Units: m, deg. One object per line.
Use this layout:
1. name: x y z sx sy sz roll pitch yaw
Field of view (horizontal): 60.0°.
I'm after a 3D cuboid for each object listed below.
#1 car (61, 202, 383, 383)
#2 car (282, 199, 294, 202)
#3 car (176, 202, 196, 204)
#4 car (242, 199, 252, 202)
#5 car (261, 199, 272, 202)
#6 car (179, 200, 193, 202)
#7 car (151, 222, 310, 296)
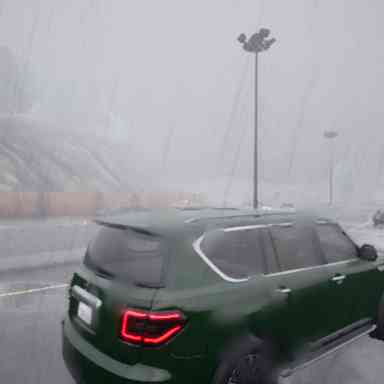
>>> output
1. car: 1.067 1.266 4.839 5.566 2.045 2.150 1 0 -39
2. car: 17.199 2.060 59.981 1.882 1.535 5.008 1 0 9
3. car: -0.312 1.676 23.011 1.837 1.490 4.892 1 0 42
4. car: 10.923 2.128 65.579 2.033 1.411 5.357 0 0 3
5. car: 14.187 2.084 63.857 2.128 1.511 4.902 0 0 7
6. car: -0.937 1.770 39.554 1.882 1.535 5.008 0 0 30
7. car: 1.323 1.683 9.643 4.718 1.301 1.895 1 -1 -41
